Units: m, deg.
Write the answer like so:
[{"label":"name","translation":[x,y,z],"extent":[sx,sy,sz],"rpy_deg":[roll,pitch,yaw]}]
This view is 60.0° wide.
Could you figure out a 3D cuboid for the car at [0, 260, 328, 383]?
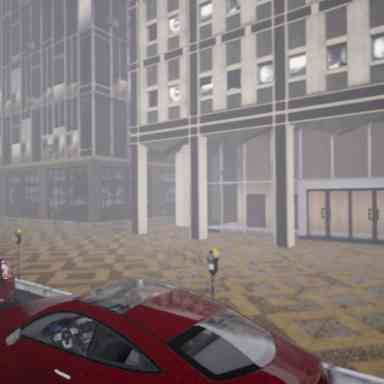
[{"label":"car","translation":[-0.777,1.609,3.428],"extent":[4.206,1.307,1.802],"rpy_deg":[-1,0,35]}]

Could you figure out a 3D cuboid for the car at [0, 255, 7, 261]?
[{"label":"car","translation":[-5.376,1.527,6.708],"extent":[4.097,1.590,1.967],"rpy_deg":[-1,0,35]}]
